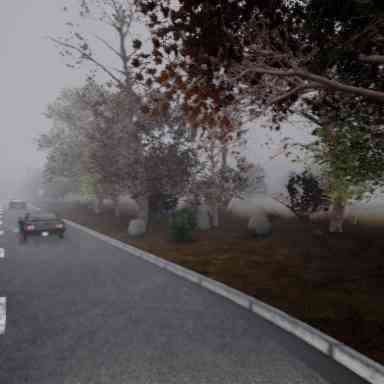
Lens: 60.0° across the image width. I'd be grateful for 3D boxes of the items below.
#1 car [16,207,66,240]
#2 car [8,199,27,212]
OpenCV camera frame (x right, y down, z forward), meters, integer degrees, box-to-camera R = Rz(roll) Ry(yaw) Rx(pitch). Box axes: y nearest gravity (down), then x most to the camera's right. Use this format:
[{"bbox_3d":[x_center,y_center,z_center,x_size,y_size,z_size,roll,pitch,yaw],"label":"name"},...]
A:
[{"bbox_3d":[-7.944,1.660,17.438,1.895,1.301,4.718,0,0,-30],"label":"car"},{"bbox_3d":[-21.773,1.587,41.565,1.882,1.535,5.008,0,0,-30],"label":"car"}]
